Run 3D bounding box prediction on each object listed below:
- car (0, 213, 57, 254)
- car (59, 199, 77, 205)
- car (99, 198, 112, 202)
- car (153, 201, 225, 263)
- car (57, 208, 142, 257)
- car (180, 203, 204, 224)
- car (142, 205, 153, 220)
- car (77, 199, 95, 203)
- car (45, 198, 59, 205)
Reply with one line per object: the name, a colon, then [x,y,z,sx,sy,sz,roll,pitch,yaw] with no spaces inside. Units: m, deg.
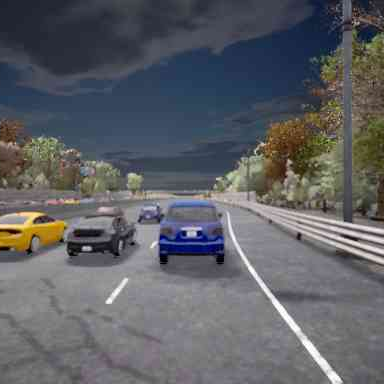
car: [-6.974,1.622,14.261,1.882,1.535,5.008,0,0,1]
car: [-24.523,2.210,67.399,1.882,1.535,5.008,0,-1,0]
car: [-17.523,2.089,67.433,2.097,1.767,4.553,0,-1,0]
car: [0.006,1.352,12.567,2.150,2.045,5.566,0,0,0]
car: [-3.480,1.644,13.503,1.837,1.490,4.892,0,0,1]
car: [0.014,1.802,28.510,1.837,1.490,4.892,0,0,1]
car: [-3.481,1.824,28.902,1.812,1.442,4.674,0,0,1]
car: [-21.023,2.211,67.401,1.882,1.535,5.008,0,-1,0]
car: [-28.023,2.088,67.429,2.097,1.767,4.553,0,-1,0]
